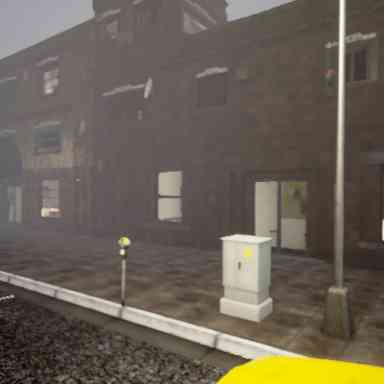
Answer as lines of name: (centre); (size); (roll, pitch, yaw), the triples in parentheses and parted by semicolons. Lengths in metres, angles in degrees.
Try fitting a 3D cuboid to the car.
car: (2.033, 1.524, 1.410); (4.829, 1.417, 1.752); (0, 1, 36)
